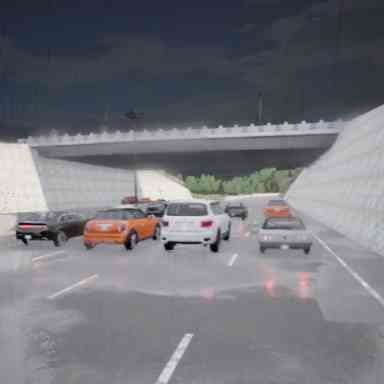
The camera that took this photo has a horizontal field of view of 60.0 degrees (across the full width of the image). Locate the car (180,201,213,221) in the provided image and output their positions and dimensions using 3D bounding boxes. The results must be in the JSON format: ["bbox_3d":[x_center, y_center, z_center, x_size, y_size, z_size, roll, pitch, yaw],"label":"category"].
[{"bbox_3d":[0.536,1.694,30.441,1.882,1.535,5.008,-1,0,14],"label":"car"}]

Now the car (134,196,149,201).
[{"bbox_3d":[-10.595,2.033,74.363,2.097,1.767,4.553,-1,0,13],"label":"car"}]

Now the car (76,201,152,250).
[{"bbox_3d":[-3.039,1.503,15.462,2.097,1.767,4.553,-1,-1,13],"label":"car"}]

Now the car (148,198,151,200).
[{"bbox_3d":[-7.194,2.153,73.526,2.128,1.511,4.902,-1,0,13],"label":"car"}]

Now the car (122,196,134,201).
[{"bbox_3d":[-14.015,1.952,75.113,2.150,2.045,5.566,-1,0,13],"label":"car"}]

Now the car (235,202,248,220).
[{"bbox_3d":[3.895,1.658,29.445,2.128,1.511,4.902,-1,0,14],"label":"car"}]

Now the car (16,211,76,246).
[{"bbox_3d":[-6.391,1.695,16.474,2.128,1.511,4.902,-1,0,14],"label":"car"}]

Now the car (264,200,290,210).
[{"bbox_3d":[7.247,1.465,28.431,2.097,1.767,4.553,-1,-1,13],"label":"car"}]

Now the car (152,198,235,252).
[{"bbox_3d":[0.347,1.319,14.588,2.150,2.045,5.566,-1,0,13],"label":"car"}]

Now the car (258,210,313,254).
[{"bbox_3d":[3.779,1.654,13.863,1.895,1.301,4.718,-1,0,13],"label":"car"}]

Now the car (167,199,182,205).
[{"bbox_3d":[-3.795,2.173,72.689,1.895,1.301,4.718,-1,0,13],"label":"car"}]
